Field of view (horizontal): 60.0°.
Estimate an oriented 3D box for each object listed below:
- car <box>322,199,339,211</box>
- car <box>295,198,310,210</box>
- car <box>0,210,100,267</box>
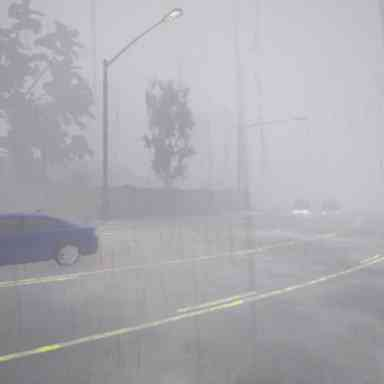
[{"bbox_3d":[18.475,1.668,44.388,1.882,1.535,5.008,1,0,19],"label":"car"},{"bbox_3d":[15.318,1.645,45.976,2.128,1.511,4.902,1,0,19],"label":"car"},{"bbox_3d":[-5.125,1.275,9.188,5.008,1.535,1.882,1,1,-34],"label":"car"}]
